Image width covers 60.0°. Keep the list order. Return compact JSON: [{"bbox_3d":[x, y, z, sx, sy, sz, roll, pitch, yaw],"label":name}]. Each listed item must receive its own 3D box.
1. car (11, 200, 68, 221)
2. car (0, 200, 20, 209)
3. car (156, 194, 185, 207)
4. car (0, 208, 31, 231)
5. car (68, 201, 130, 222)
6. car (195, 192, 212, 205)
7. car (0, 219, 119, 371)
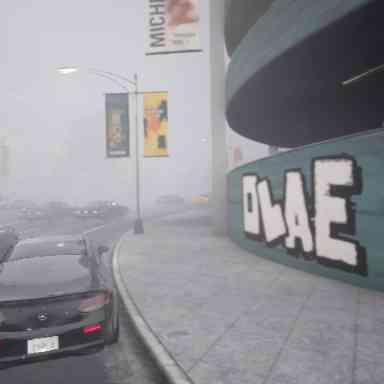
[{"bbox_3d":[-9.924,1.388,23.762,2.033,1.411,5.357,-1,1,11],"label":"car"},{"bbox_3d":[-13.544,1.502,23.778,1.895,1.301,4.718,-1,1,11],"label":"car"},{"bbox_3d":[-2.572,0.974,41.198,2.128,1.511,4.902,-1,1,27],"label":"car"},{"bbox_3d":[-6.125,1.468,8.965,2.128,1.511,4.902,-1,1,-15],"label":"car"},{"bbox_3d":[-6.329,1.324,24.012,2.033,1.411,5.357,-1,1,12],"label":"car"},{"bbox_3d":[2.287,0.835,43.189,1.801,1.575,5.366,-1,1,28],"label":"car"},{"bbox_3d":[-2.412,1.480,5.778,1.812,1.442,4.674,-1,1,-20],"label":"car"}]
